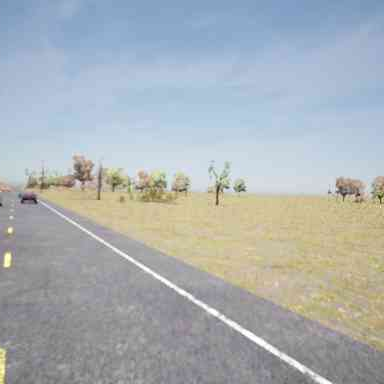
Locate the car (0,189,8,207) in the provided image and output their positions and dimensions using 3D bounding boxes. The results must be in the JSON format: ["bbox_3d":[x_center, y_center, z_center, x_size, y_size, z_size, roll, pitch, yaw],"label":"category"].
[{"bbox_3d":[-20.699,0.717,34.572,2.033,1.411,5.357,2,0,-28],"label":"car"}]

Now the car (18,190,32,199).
[{"bbox_3d":[-29.913,0.356,59.483,2.033,1.411,5.357,2,0,-27],"label":"car"}]

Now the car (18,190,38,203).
[{"bbox_3d":[-21.477,0.653,43.834,1.837,1.490,4.892,2,0,-28],"label":"car"}]
